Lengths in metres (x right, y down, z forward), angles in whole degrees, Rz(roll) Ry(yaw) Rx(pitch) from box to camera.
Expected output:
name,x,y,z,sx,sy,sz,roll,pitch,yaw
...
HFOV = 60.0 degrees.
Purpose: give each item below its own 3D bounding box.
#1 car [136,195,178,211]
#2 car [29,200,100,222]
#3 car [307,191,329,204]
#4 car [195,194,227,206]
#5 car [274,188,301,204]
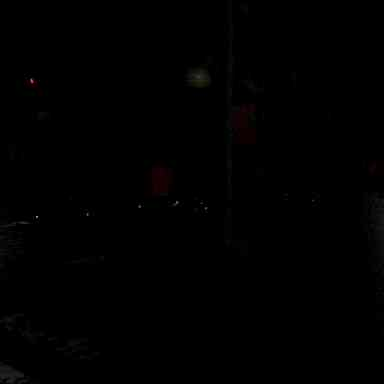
name,x,y,z,sx,sy,sz,roll,pitch,yaw
car,-3.356,1.017,32.261,2.128,1.511,4.902,0,1,35
car,-9.096,1.303,24.022,1.895,1.301,4.718,0,1,35
car,16.322,0.707,43.113,1.837,1.490,4.892,0,1,35
car,2.373,0.955,40.476,1.895,1.301,4.718,0,1,35
car,12.383,0.455,43.144,2.150,2.045,5.566,0,1,35
